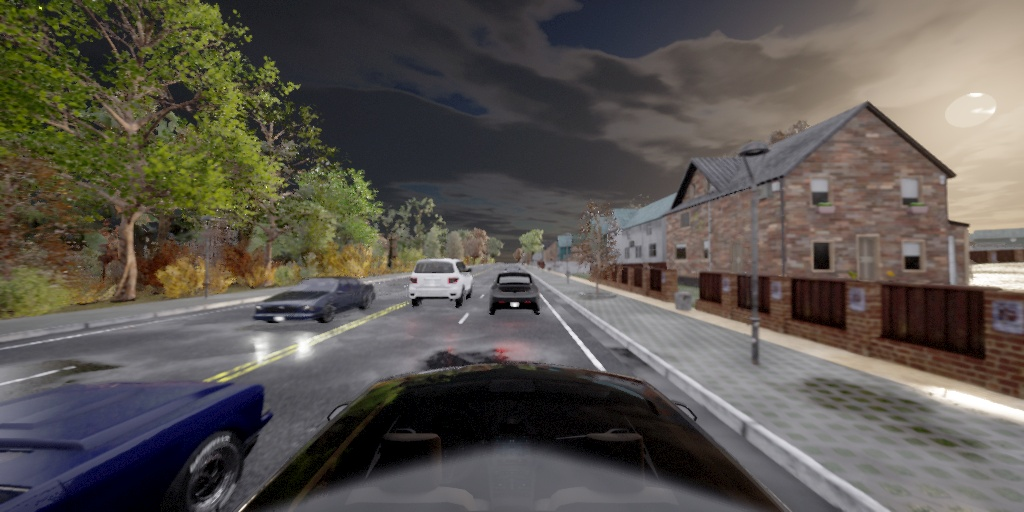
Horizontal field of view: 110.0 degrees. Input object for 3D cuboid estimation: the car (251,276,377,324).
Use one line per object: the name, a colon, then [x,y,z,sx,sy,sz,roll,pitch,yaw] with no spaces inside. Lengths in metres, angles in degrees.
car: [-6.605,1.429,12.843,2.033,1.411,5.357,0,-1,0]

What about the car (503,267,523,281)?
car: [0.074,1.760,36.017,1.895,1.301,4.718,0,-1,0]

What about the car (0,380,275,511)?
car: [-3.153,1.345,1.194,1.895,1.301,4.718,0,-1,0]

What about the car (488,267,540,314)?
car: [0.093,1.411,14.703,1.837,1.490,4.892,0,0,0]

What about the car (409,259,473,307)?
car: [-3.158,1.153,16.859,2.150,2.045,5.566,0,0,0]
